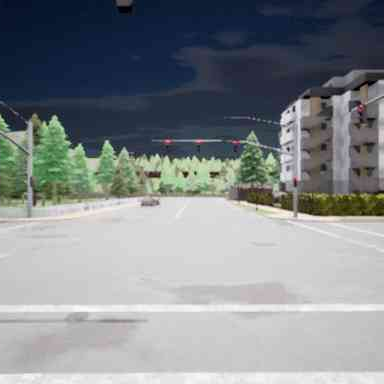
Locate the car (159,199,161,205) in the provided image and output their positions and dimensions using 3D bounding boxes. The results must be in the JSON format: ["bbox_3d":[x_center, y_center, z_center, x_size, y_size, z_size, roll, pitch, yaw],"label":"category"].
[{"bbox_3d":[-6.350,1.658,55.915,1.895,1.301,4.718,0,0,0],"label":"car"}]

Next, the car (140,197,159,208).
[{"bbox_3d":[-6.517,1.558,49.851,1.812,1.442,4.674,0,0,1],"label":"car"}]
